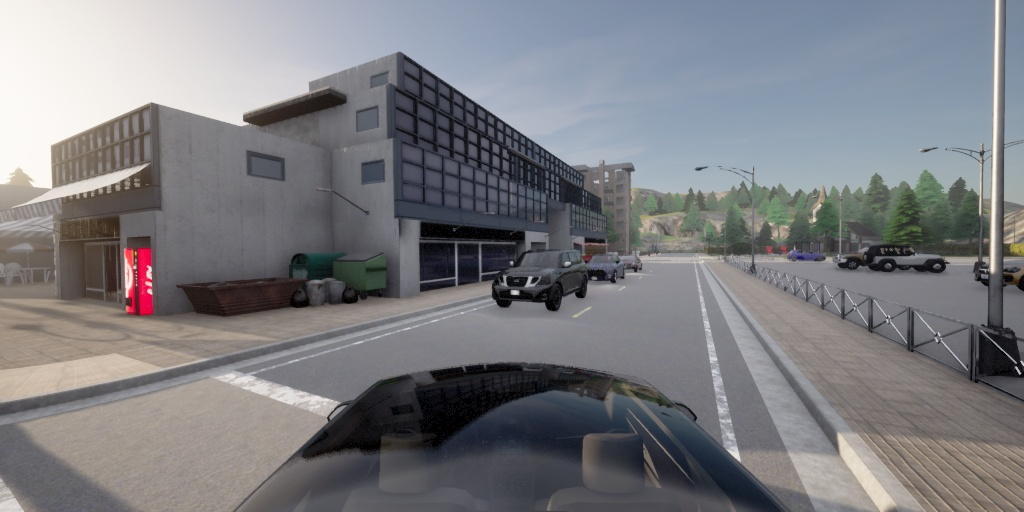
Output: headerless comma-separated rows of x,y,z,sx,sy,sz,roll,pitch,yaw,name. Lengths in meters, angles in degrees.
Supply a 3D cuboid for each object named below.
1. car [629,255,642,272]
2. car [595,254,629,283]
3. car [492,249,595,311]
10.340,0.606,31.737,1.812,1.442,4.674,0,1,27,car
5.744,0.659,22.595,2.097,1.767,4.553,0,1,27,car
1.330,0.747,13.804,2.150,2.045,5.566,0,1,27,car
